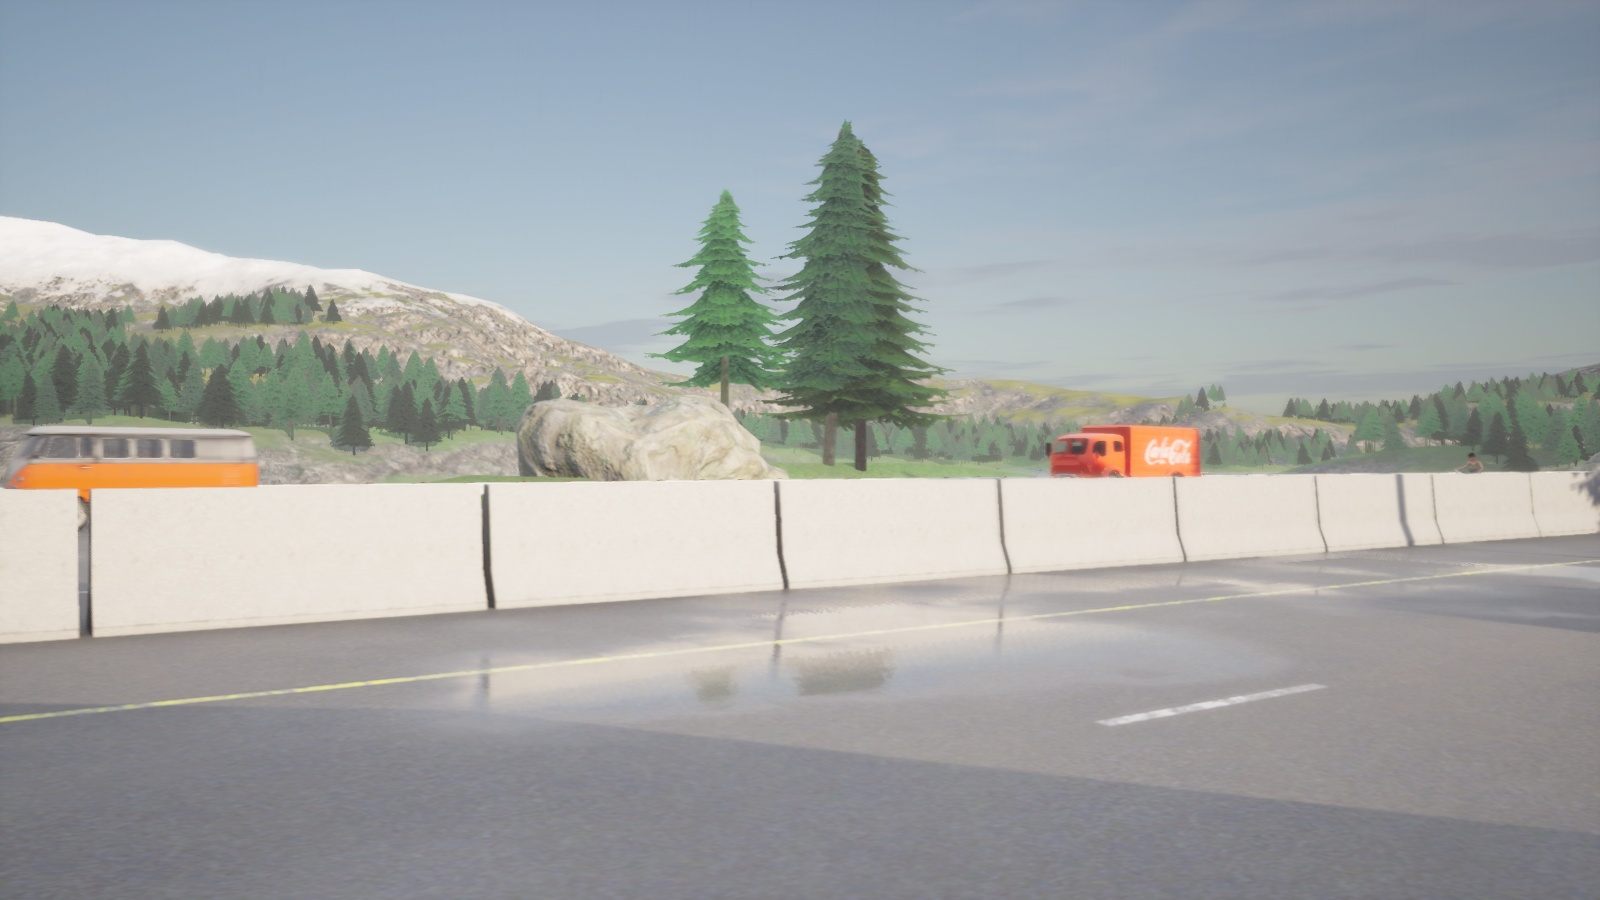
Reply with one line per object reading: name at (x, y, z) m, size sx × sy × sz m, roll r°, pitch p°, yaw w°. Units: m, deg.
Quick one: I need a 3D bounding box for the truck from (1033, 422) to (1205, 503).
truck at (10.397, 0.400, 40.782) m, size 5.204 × 2.467 × 2.627 m, roll 1°, pitch -1°, yaw -35°

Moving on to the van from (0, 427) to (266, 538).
van at (-12.978, 0.591, 24.485) m, size 4.442 × 1.987 × 1.775 m, roll 0°, pitch 0°, yaw -35°
